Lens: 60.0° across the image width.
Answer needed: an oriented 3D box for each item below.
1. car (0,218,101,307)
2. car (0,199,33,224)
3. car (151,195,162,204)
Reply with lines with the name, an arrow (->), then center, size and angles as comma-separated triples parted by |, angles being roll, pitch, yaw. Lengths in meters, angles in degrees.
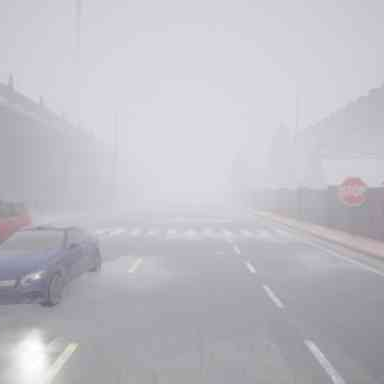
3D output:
car -> -3.568, 1.542, 8.130 | 1.812, 1.442, 4.674 | 0, 0, 0
car -> -7.054, 1.244, 10.387 | 2.150, 2.045, 5.566 | 0, 0, 0
car -> -7.208, 1.487, 67.861 | 2.097, 1.767, 4.553 | 0, 0, -1
